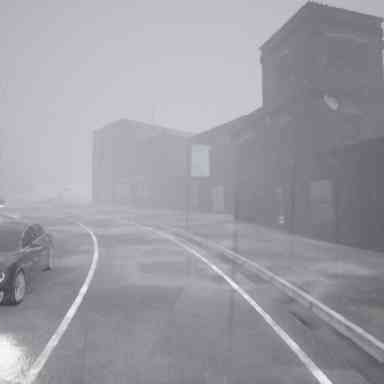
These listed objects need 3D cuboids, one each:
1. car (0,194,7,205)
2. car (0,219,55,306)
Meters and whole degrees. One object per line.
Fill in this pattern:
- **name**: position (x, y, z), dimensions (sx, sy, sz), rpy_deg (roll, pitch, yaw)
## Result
- **car**: position (-26.000, 0.979, 44.265), dimensions (1.994, 1.385, 4.181), rpy_deg (2, -1, -34)
- **car**: position (-4.557, 1.470, 7.833), dimensions (1.837, 1.490, 4.892), rpy_deg (1, 0, -11)
